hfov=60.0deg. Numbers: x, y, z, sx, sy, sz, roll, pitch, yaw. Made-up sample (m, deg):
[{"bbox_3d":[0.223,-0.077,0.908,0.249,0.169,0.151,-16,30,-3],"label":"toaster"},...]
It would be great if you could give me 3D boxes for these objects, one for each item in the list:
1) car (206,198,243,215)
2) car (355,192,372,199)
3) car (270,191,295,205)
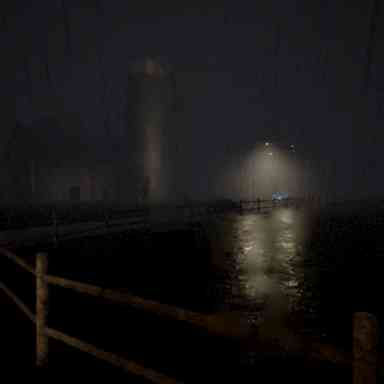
[{"bbox_3d":[3.061,1.333,31.300,1.812,1.442,4.674,-1,0,35],"label":"car"},{"bbox_3d":[39.468,0.956,77.572,2.033,1.411,5.357,-1,0,42],"label":"car"},{"bbox_3d":[13.944,0.914,50.815,2.150,2.045,5.566,-1,0,37],"label":"car"}]
